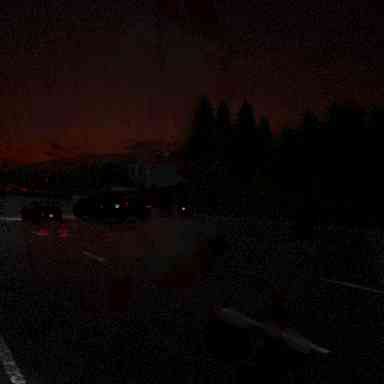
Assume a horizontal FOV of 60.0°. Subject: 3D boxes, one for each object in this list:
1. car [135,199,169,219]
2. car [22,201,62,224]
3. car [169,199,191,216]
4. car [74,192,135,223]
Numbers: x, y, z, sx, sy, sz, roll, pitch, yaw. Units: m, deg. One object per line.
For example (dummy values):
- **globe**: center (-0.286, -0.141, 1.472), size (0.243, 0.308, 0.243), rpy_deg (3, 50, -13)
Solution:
- **car**: center (-4.263, 1.283, 26.587), size (2.128, 1.511, 4.902), rpy_deg (0, 1, -38)
- **car**: center (-10.460, 1.320, 23.137), size (1.812, 1.442, 4.674), rpy_deg (0, 1, -38)
- **car**: center (-1.954, 1.343, 29.309), size (1.994, 1.385, 4.181), rpy_deg (0, 1, -38)
- **car**: center (-6.566, 1.024, 23.857), size (2.150, 2.045, 5.566), rpy_deg (0, 1, -38)
